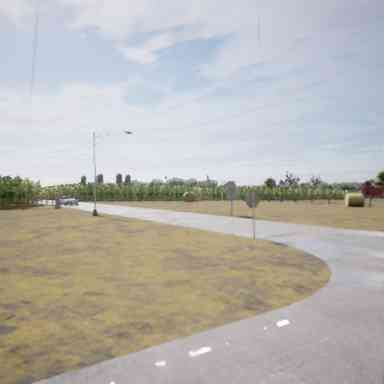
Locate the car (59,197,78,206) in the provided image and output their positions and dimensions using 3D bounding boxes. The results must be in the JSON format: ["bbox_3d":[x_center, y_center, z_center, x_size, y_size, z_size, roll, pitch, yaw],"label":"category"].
[{"bbox_3d":[-18.576,1.341,49.956,1.895,1.301,4.718,-1,1,-35],"label":"car"}]
